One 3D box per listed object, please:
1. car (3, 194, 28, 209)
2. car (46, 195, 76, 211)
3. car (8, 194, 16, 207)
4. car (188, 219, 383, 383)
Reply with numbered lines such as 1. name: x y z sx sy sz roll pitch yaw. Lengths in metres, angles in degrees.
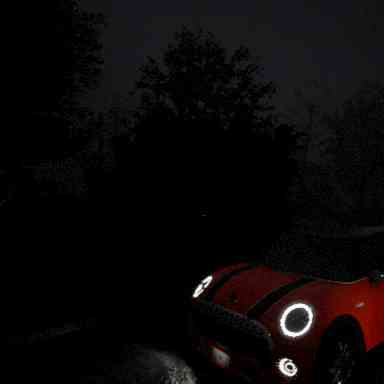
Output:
1. car: -26.501 1.376 49.799 2.435 2.045 5.566 0 0 -36
2. car: -16.191 1.349 42.239 2.435 2.045 5.566 0 0 -37
3. car: -20.581 1.352 38.988 2.435 2.045 5.566 0 0 -37
4. car: 2.135 1.364 5.295 4.553 1.767 2.097 0 0 -37
